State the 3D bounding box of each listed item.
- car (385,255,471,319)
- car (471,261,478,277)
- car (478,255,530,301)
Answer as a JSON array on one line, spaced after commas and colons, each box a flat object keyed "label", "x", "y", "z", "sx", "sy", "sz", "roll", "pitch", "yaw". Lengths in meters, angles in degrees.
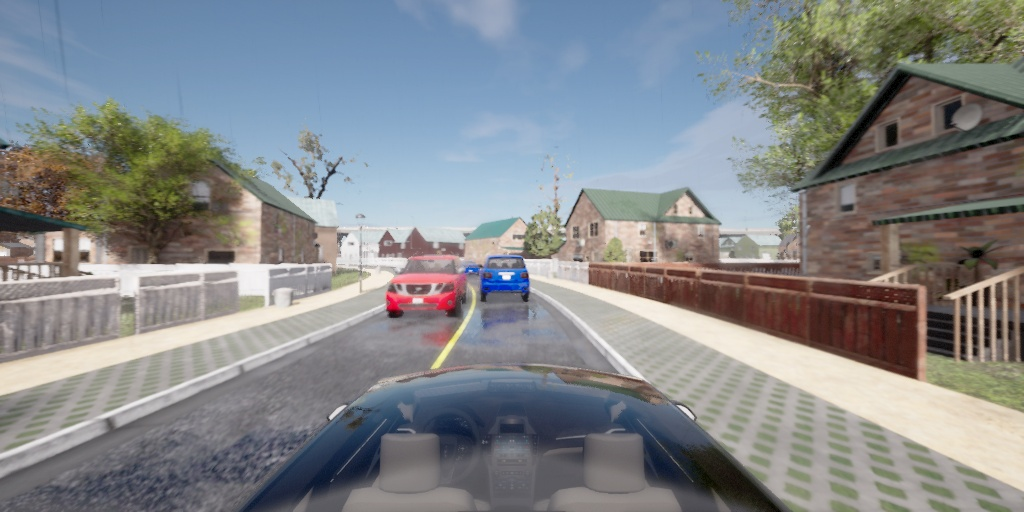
[{"label": "car", "x": -2.888, "y": 0.974, "z": 13.274, "sx": 2.150, "sy": 2.045, "sz": 5.566, "roll": 0, "pitch": 0, "yaw": -3}, {"label": "car", "x": -4.618, "y": 1.216, "z": 35.452, "sx": 1.882, "sy": 1.535, "sz": 5.008, "roll": 0, "pitch": 0, "yaw": -19}, {"label": "car", "x": -0.460, "y": 0.971, "z": 17.349, "sx": 2.150, "sy": 2.045, "sz": 5.566, "roll": 0, "pitch": 0, "yaw": -5}]
